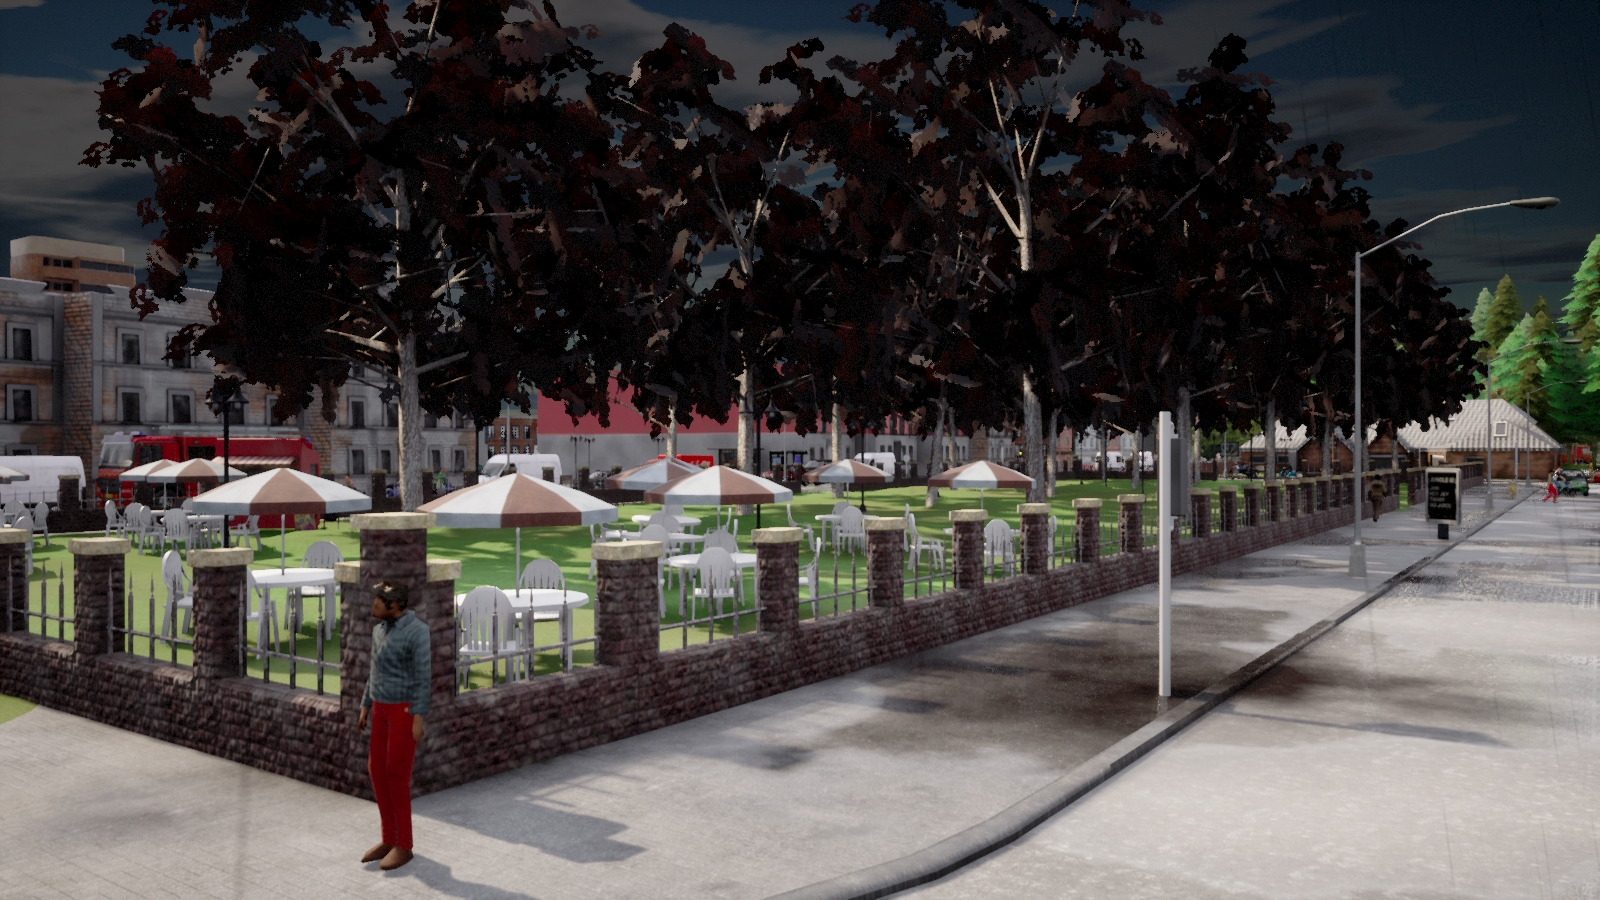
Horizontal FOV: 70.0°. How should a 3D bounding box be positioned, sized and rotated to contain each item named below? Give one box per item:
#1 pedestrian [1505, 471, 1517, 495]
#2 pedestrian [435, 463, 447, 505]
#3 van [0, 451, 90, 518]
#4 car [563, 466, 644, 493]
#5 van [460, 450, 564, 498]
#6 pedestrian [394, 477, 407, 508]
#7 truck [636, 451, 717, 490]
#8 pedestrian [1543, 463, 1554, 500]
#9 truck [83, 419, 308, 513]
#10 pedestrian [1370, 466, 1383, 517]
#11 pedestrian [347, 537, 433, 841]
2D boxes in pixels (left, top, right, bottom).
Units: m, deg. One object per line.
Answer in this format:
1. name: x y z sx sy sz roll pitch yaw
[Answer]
1. pedestrian: 38.928 1.803 62.564 0.375 1.300 0.375 0 0 -17
2. pedestrian: -16.116 1.512 51.271 0.375 1.860 0.375 0 0 34
3. van: -31.020 1.301 44.007 1.988 2.561 5.915 0 0 35
4. car: -12.165 1.801 71.050 2.097 1.535 5.006 0 0 35
5. van: -16.329 1.301 65.083 1.988 2.561 5.915 0 0 35
6. pedestrian: -17.055 1.795 48.734 0.375 1.300 0.375 0 0 34
7. truck: -8.233 1.335 76.671 2.627 2.467 5.204 0 0 35
8. pedestrian: 38.537 1.628 58.809 0.375 1.860 0.375 0 0 19
9. truck: -26.598 0.657 50.778 2.891 3.827 8.468 0 0 35
10. pedestrian: 21.374 1.523 42.344 0.375 1.860 0.375 0 0 35
11. pedestrian: -2.655 1.515 7.405 0.375 1.860 0.375 0 0 36
